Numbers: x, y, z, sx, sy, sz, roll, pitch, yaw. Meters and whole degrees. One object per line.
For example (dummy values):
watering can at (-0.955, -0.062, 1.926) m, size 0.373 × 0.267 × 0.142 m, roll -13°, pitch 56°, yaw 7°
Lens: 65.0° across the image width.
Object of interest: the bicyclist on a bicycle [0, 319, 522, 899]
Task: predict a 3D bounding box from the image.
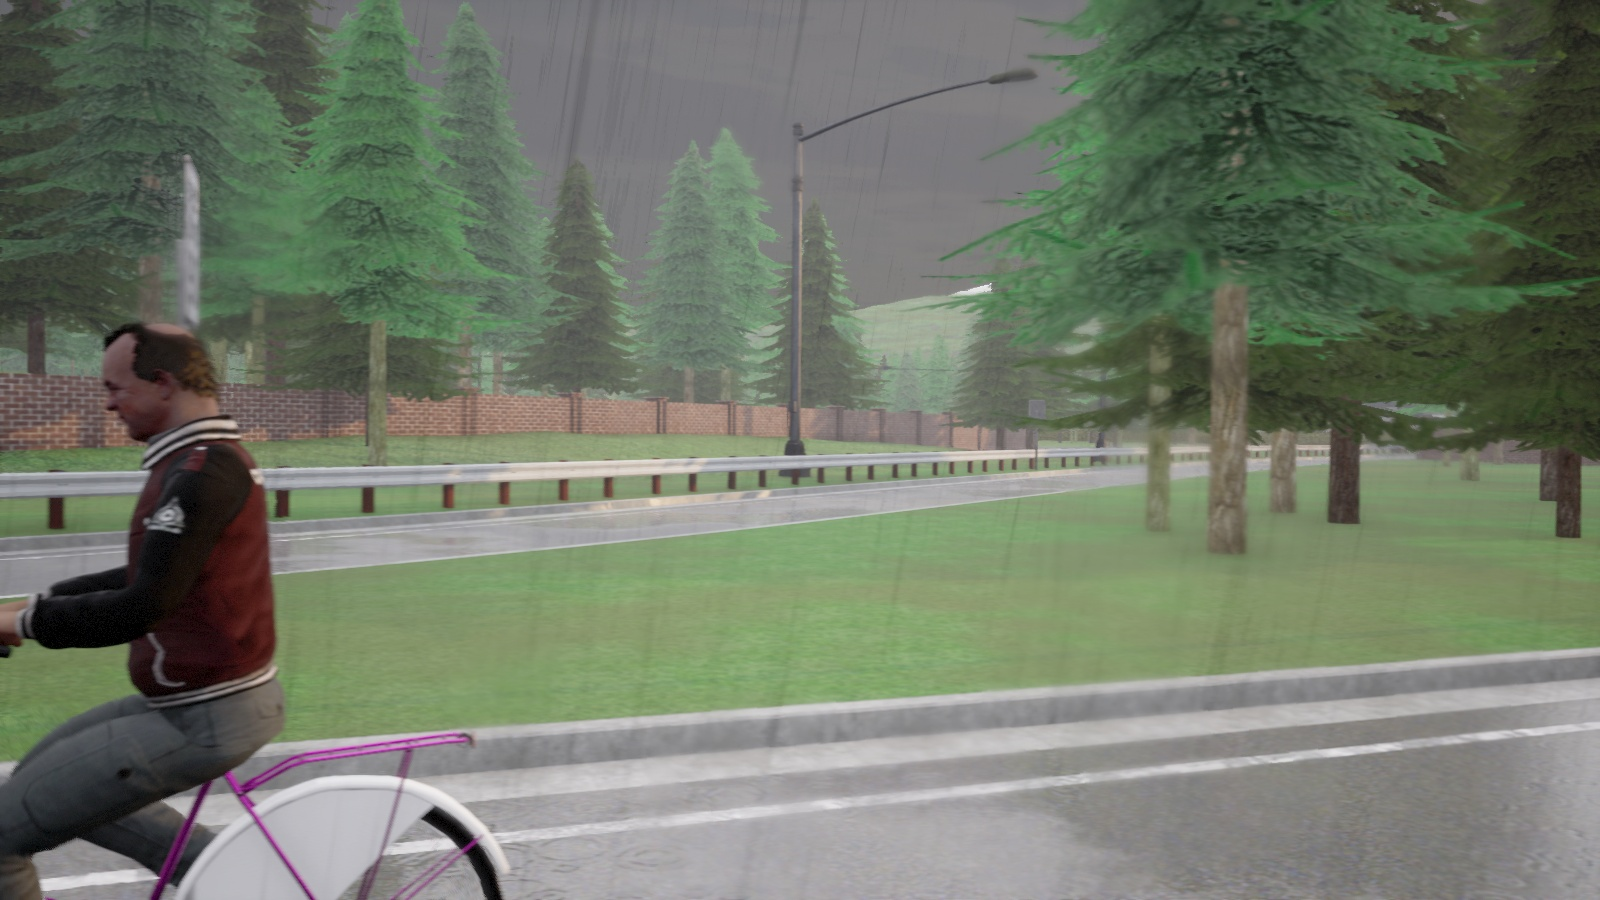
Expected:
bicyclist on a bicycle at (-1.572, 0.643, 2.641) m, size 1.843 × 1.776 × 0.659 m, roll -1°, pitch 1°, yaw -21°
